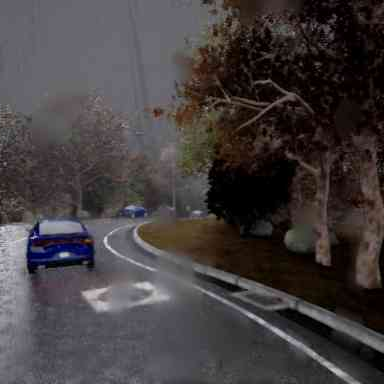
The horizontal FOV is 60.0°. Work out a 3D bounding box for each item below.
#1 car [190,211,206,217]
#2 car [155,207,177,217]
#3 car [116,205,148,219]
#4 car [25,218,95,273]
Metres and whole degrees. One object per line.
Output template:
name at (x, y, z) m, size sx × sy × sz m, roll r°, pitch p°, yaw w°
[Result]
car at (1.130, 4.133, 61.221) m, size 1.812 × 1.442 × 4.674 m, roll -1°, pitch -5°, yaw 19°
car at (-3.617, 2.858, 47.099) m, size 1.837 × 1.490 × 4.892 m, roll -1°, pitch -4°, yaw 18°
car at (-6.731, 2.230, 37.751) m, size 1.882 × 1.535 × 5.008 m, roll -1°, pitch -3°, yaw 19°
car at (-4.593, 1.628, 11.471) m, size 1.882 × 1.535 × 5.008 m, roll -1°, pitch 0°, yaw -25°
